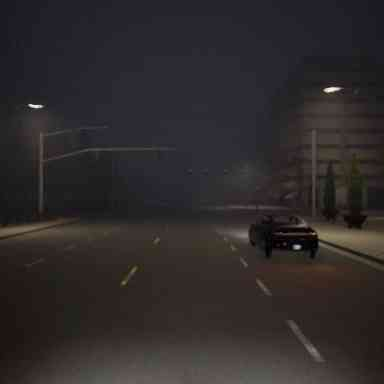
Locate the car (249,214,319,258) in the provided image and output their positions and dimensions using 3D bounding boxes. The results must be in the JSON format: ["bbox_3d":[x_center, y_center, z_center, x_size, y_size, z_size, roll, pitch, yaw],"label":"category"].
[{"bbox_3d":[3.511,1.642,13.486,2.128,1.511,4.902,0,0,0],"label":"car"}]

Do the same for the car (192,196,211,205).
[{"bbox_3d":[2.875,2.151,84.430,2.150,2.045,5.566,0,-1,31],"label":"car"}]

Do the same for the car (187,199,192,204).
[{"bbox_3d":[0.488,2.481,87.191,2.128,1.511,4.902,0,-1,34],"label":"car"}]

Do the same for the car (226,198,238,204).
[{"bbox_3d":[11.202,2.455,89.155,5.008,1.535,1.882,1,-1,-45],"label":"car"}]

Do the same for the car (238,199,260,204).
[{"bbox_3d":[15.138,2.560,88.002,4.718,1.301,1.895,1,-1,-41],"label":"car"}]
